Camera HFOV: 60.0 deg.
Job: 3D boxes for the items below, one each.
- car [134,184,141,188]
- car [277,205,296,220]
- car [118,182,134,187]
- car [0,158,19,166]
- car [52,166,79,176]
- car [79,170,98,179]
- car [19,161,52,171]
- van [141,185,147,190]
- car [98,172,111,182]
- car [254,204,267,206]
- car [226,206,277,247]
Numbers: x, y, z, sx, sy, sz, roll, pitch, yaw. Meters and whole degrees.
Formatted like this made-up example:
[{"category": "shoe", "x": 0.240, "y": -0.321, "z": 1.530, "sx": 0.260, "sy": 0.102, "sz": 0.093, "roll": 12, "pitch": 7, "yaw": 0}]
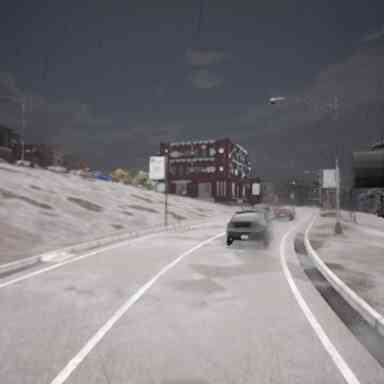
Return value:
[{"category": "car", "x": -12.974, "y": -0.819, "z": 70.904, "sx": 2.002, "sy": 1.452, "sz": 4.674, "roll": 0, "pitch": -4, "yaw": 7}, {"category": "car", "x": 9.369, "y": 2.046, "z": 33.437, "sx": 1.812, "sy": 1.442, "sz": 4.674, "roll": -1, "pitch": -2, "yaw": 22}, {"category": "car", "x": -13.658, "y": -1.196, "z": 65.416, "sx": 2.002, "sy": 1.452, "sz": 4.674, "roll": 0, "pitch": -4, "yaw": 8}, {"category": "car", "x": -20.117, "y": -3.028, "z": 32.893, "sx": 2.163, "sy": 1.488, "sz": 4.792, "roll": 0, "pitch": -3, "yaw": 15}, {"category": "car", "x": -17.529, "y": -2.528, "z": 43.511, "sx": 2.231, "sy": 1.521, "sz": 4.892, "roll": 0, "pitch": -3, "yaw": 13}, {"category": "car", "x": -16.378, "y": -2.362, "z": 49.027, "sx": 2.185, "sy": 1.767, "sz": 4.553, "roll": 0, "pitch": -3, "yaw": 12}, {"category": "car", "x": -18.755, "y": -2.752, "z": 38.235, "sx": 2.002, "sy": 1.452, "sz": 4.674, "roll": 0, "pitch": -3, "yaw": 14}, {"category": "van", "x": -12.354, "y": -0.675, "z": 76.546, "sx": 1.878, "sy": 1.987, "sz": 4.442, "roll": 0, "pitch": -4, "yaw": 6}, {"category": "car", "x": -15.333, "y": -2.173, "z": 54.538, "sx": 2.435, "sy": 2.045, "sz": 5.566, "roll": 0, "pitch": -3, "yaw": 11}, {"category": "car", "x": 8.470, "y": 2.252, "z": 41.179, "sx": 2.128, "sy": 1.511, "sz": 4.902, "roll": -1, "pitch": -2, "yaw": 22}, {"category": "car", "x": 2.860, "y": 1.632, "z": 15.952, "sx": 1.837, "sy": 1.490, "sz": 4.892, "roll": -1, "pitch": -1, "yaw": 17}]
